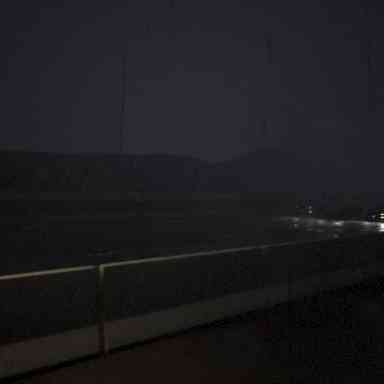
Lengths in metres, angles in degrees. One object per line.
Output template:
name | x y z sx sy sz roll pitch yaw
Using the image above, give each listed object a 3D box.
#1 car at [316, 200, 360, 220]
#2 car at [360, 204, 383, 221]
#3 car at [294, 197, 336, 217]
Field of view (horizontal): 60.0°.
car | 14.220 1.768 31.403 5.008 1.535 1.882 1 0 -36
car | 17.075 1.805 29.163 4.892 1.490 1.837 1 0 -37
car | 13.111 1.522 34.904 5.566 2.045 2.150 1 0 -37
